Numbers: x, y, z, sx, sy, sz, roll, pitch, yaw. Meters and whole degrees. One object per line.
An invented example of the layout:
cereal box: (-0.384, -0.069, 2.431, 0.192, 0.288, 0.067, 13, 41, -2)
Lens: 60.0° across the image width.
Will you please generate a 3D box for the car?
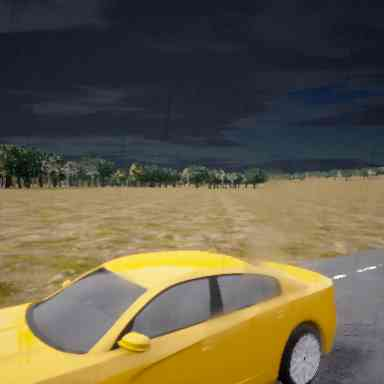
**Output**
car: (-0.424, 1.477, 3.693, 5.008, 1.535, 1.882, 0, 0, -36)
